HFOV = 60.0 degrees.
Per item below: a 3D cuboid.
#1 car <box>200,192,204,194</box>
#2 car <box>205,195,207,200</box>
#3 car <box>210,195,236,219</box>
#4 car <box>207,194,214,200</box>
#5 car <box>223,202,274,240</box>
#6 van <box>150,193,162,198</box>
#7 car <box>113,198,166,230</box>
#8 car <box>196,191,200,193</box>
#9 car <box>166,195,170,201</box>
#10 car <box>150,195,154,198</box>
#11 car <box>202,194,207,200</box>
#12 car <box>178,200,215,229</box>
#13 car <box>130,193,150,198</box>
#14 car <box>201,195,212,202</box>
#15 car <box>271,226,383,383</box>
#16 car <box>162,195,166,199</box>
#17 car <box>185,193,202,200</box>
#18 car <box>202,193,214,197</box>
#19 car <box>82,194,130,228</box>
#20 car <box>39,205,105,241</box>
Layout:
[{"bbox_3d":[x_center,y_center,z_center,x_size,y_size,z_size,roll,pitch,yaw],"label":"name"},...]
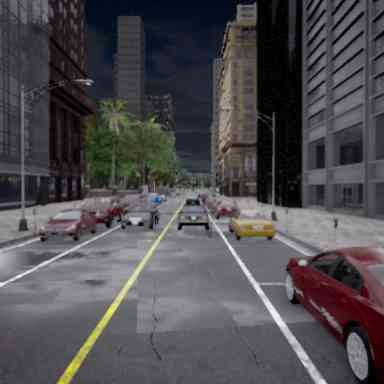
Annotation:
[{"bbox_3d":[2.755,1.018,53.986,2.192,1.841,5.009,0,0,0],"label":"car"},{"bbox_3d":[2.755,1.333,37.713,1.887,1.381,4.507,0,0,0],"label":"car"},{"bbox_3d":[2.757,1.286,26.862,1.967,1.590,4.097,0,0,0],"label":"car"},{"bbox_3d":[2.756,1.257,32.287,1.967,1.590,4.097,0,0,0],"label":"car"},{"bbox_3d":[2.758,1.430,16.183,1.752,1.417,4.829,0,0,0],"label":"car"},{"bbox_3d":[-5.770,1.073,48.576,1.690,1.788,3.998,0,0,0],"label":"van"},{"bbox_3d":[-3.018,1.375,20.224,2.128,1.511,4.902,0,0,0],"label":"car"},{"bbox_3d":[2.754,1.058,91.274,1.947,1.339,4.313,0,0,0],"label":"car"},{"bbox_3d":[-5.770,1.226,64.856,1.802,1.307,4.206,0,0,0],"label":"car"},{"bbox_3d":[-5.769,1.333,37.725,1.887,1.381,4.507,0,0,0],"label":"car"},{"bbox_3d":[2.756,1.311,43.137,2.008,1.369,4.403,0,0,0],"label":"car"},{"bbox_3d":[0.088,1.429,20.358,2.033,1.411,5.357,0,0,0],"label":"car"},{"bbox_3d":[-5.769,1.132,32.298,2.192,1.841,5.009,0,0,0],"label":"car"},{"bbox_3d":[2.755,1.210,64.838,1.947,1.339,4.313,0,0,0],"label":"car"},{"bbox_3d":[2.759,1.513,5.163,1.887,1.381,4.507,0,0,0],"label":"car"},{"bbox_3d":[-5.770,1.143,54.002,1.967,1.590,4.097,0,0,0],"label":"car"},{"bbox_3d":[0.096,1.221,46.304,1.882,1.535,5.008,0,0,0],"label":"car"},{"bbox_3d":[2.756,1.256,48.732,1.752,1.417,4.829,0,0,0],"label":"car"},{"bbox_3d":[-5.768,1.191,21.446,2.192,1.841,5.009,0,0,0],"label":"car"},{"bbox_3d":[-5.767,1.488,16.022,1.802,1.307,4.206,0,0,0],"label":"car"}]
